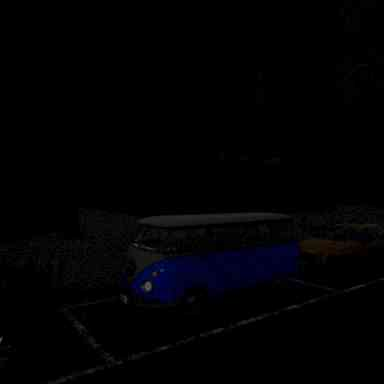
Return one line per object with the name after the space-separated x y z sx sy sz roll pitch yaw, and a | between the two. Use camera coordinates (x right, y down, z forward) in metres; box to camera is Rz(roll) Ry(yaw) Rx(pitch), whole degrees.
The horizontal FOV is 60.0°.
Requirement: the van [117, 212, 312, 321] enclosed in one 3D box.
0.520 1.349 7.024 3.998 1.788 1.690 0 0 -36 | van

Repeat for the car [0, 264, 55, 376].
-3.906 1.564 3.865 4.313 1.339 1.947 0 0 -36 | car

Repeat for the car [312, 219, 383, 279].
4.808 1.543 10.084 4.829 1.417 1.752 0 0 -36 | car
